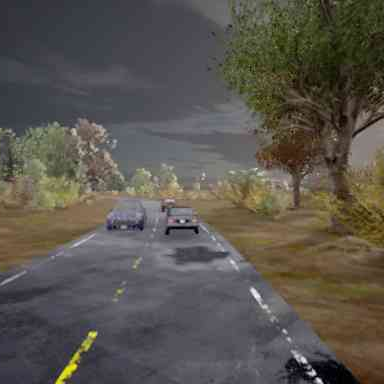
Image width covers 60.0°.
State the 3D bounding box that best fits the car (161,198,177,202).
[{"bbox_3d":[-2.719,1.446,39.753,1.812,1.442,4.674,0,0,-8],"label":"car"}]

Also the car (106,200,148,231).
[{"bbox_3d":[-3.851,1.316,20.272,2.097,1.767,4.553,0,0,-4],"label":"car"}]

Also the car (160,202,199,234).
[{"bbox_3d":[-0.635,1.508,19.161,2.033,1.411,5.357,0,0,-4],"label":"car"}]
